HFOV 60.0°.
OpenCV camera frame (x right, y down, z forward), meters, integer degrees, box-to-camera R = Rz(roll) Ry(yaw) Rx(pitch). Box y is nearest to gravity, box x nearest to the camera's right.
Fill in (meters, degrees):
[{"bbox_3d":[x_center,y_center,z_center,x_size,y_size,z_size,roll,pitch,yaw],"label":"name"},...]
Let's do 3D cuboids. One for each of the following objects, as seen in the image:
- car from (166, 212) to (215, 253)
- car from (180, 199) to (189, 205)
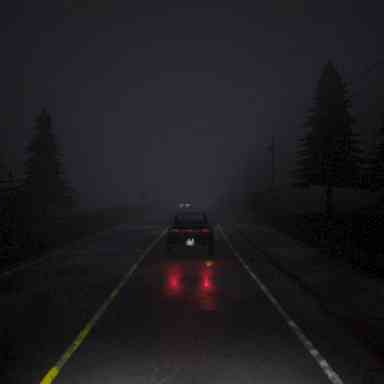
[{"bbox_3d":[-0.035,1.619,14.233,2.128,1.511,4.902,0,0,1],"label":"car"},{"bbox_3d":[-1.785,2.332,79.950,1.895,1.301,4.718,0,-1,2],"label":"car"}]
